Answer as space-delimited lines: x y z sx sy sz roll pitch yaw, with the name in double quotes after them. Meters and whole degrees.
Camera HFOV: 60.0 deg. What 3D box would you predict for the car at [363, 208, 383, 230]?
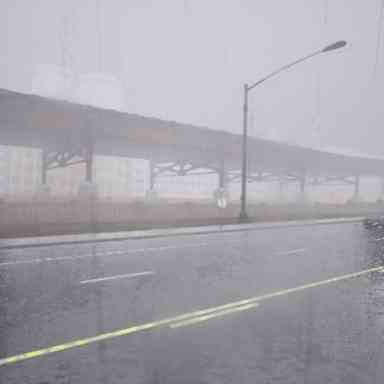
13.254 1.766 22.004 4.892 1.490 1.837 1 0 -35 "car"
